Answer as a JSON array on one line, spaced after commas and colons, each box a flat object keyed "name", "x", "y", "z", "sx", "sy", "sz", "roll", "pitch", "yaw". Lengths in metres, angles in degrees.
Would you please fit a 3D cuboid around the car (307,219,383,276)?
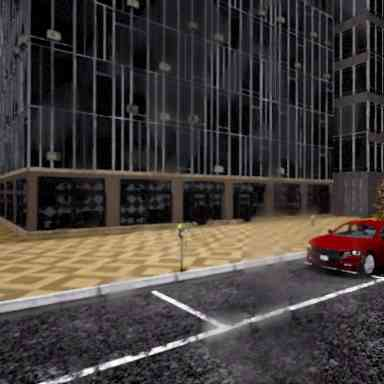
[{"name": "car", "x": 5.461, "y": 1.564, "z": 10.429, "sx": 4.507, "sy": 1.381, "sz": 1.887, "roll": 0, "pitch": 0, "yaw": -35}]
